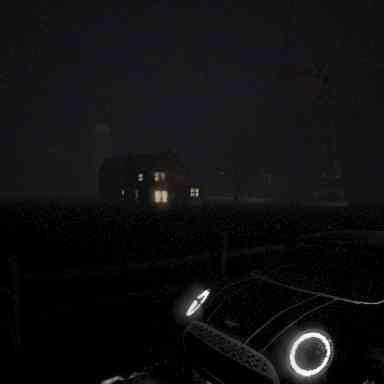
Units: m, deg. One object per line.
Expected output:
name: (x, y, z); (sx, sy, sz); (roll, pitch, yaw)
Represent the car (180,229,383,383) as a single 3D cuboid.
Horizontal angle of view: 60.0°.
car: (2.062, 1.371, 4.546); (4.553, 1.767, 2.097); (0, 0, -36)
